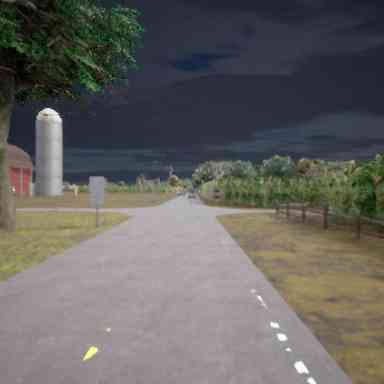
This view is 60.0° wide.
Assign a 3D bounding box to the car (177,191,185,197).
[{"bbox_3d":[-2.763,0.528,87.443,1.994,1.385,4.181,0,0,0],"label":"car"}]

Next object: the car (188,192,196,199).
[{"bbox_3d":[-0.012,0.940,83.269,1.994,1.385,4.181,0,0,0],"label":"car"}]

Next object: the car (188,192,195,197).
[{"bbox_3d":[-0.014,0.741,93.305,1.895,1.301,4.718,0,0,0],"label":"car"}]
